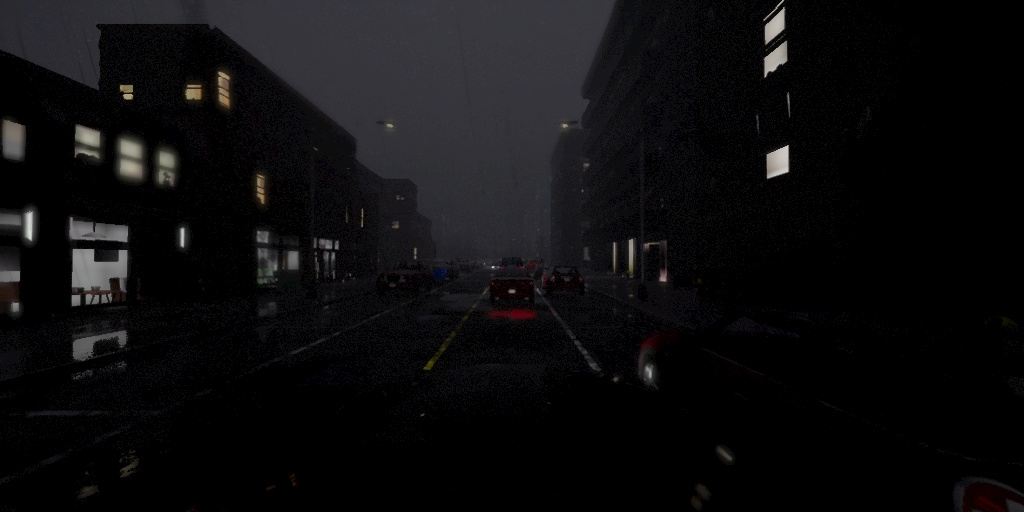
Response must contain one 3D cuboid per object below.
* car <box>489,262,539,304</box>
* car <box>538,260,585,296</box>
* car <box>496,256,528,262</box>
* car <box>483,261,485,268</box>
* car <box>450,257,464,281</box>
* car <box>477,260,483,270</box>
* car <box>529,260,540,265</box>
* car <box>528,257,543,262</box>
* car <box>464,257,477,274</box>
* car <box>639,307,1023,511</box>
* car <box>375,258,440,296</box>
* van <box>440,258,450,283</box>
[{"bbox_3d":[0.000,1.238,16.503,1.882,1.535,5.008,0,0,0],"label":"car"},{"bbox_3d":[2.692,1.193,19.562,1.967,1.591,4.097,0,0,0],"label":"car"},{"bbox_3d":[0.000,1.016,31.536,2.150,2.045,5.566,0,0,0],"label":"car"},{"bbox_3d":[-5.690,1.313,62.826,2.007,1.370,4.403,0,0,0],"label":"car"},{"bbox_3d":[-5.689,1.071,30.383,2.192,1.841,5.009,0,0,0],"label":"car"},{"bbox_3d":[-5.689,1.200,52.012,1.967,1.591,4.097,0,0,0],"label":"car"},{"bbox_3d":[2.692,1.307,30.376,2.007,1.370,4.403,0,0,0],"label":"car"},{"bbox_3d":[2.691,1.073,41.190,2.192,1.841,5.009,0,0,0],"label":"car"},{"bbox_3d":[-5.689,1.073,41.198,2.192,1.841,5.009,0,0,0],"label":"car"},{"bbox_3d":[2.692,1.188,3.340,1.967,1.591,4.097,0,0,0],"label":"car"},{"bbox_3d":[-5.689,1.068,19.569,2.192,1.841,5.009,0,0,0],"label":"car"},{"bbox_3d":[-5.689,1.096,24.976,1.690,1.789,3.998,0,0,0],"label":"van"}]
